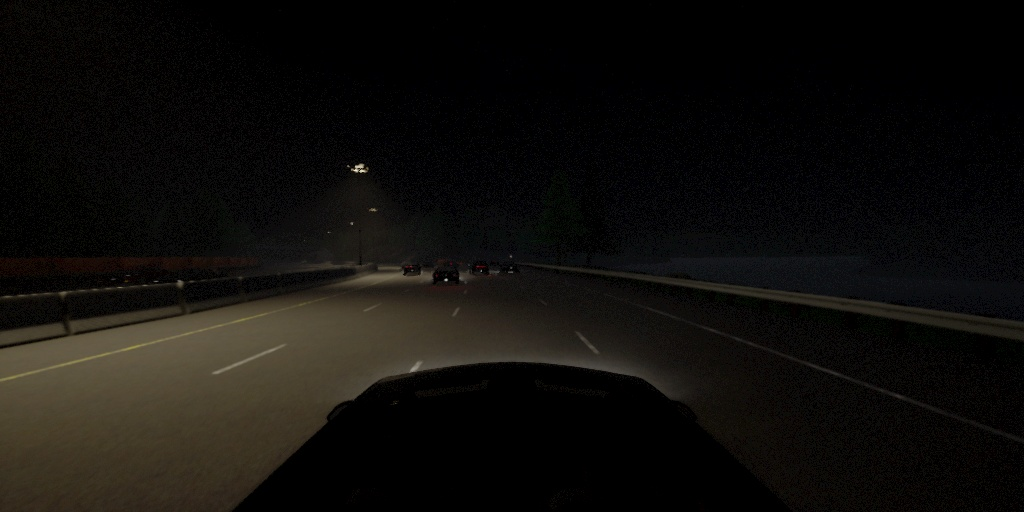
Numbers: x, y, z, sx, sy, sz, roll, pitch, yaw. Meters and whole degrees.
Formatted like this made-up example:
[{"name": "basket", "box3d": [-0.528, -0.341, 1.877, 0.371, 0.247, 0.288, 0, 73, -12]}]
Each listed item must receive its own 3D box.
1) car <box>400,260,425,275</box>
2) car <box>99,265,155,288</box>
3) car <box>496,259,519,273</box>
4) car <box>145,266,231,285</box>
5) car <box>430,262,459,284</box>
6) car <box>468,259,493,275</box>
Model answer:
[{"name": "car", "box3d": [-11.550, 1.394, 41.743, 2.128, 1.511, 4.902, -1, 0, -14]}, {"name": "car", "box3d": [-26.184, 1.333, 25.236, 1.994, 1.385, 4.181, -1, 0, -9]}, {"name": "car", "box3d": [-0.374, 1.301, 42.828, 1.994, 1.385, 4.181, -1, 0, -8]}, {"name": "car", "box3d": [-22.721, 1.534, 25.768, 2.033, 1.411, 5.357, -1, 0, -9]}, {"name": "car", "box3d": [-5.016, 1.413, 27.609, 1.895, 1.301, 4.718, -1, 0, -9]}, {"name": "car", "box3d": [-3.751, 1.293, 39.615, 1.837, 1.490, 4.892, 0, -1, -13]}]
